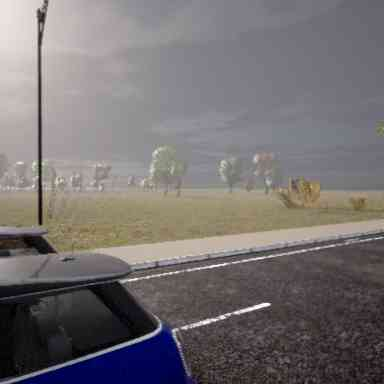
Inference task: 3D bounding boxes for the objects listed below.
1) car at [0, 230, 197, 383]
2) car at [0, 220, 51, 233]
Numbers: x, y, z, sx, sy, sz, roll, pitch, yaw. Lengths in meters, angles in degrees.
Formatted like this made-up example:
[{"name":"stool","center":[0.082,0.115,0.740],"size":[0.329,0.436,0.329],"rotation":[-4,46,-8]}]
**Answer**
[{"name":"car","center":[-2.208,1.354,2.110],"size":[4.553,1.767,2.097],"rotation":[0,0,-36]},{"name":"car","center":[-4.032,1.353,4.801],"size":[4.553,1.767,2.097],"rotation":[0,0,-36]}]
